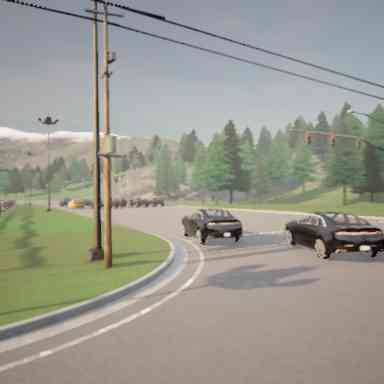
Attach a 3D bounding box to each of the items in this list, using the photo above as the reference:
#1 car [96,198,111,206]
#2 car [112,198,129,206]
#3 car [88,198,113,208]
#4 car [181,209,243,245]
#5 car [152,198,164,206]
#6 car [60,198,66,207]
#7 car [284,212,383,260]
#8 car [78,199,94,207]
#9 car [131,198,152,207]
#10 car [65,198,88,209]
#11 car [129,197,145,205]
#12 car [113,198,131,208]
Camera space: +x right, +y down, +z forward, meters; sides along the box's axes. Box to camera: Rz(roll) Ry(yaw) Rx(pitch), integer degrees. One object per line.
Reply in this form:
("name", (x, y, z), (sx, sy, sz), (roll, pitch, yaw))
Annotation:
("car", (-17.834, 2.018, 66.902), (1.812, 1.442, 4.674), (-1, 0, -29))
("car", (-14.741, 1.988, 68.542), (2.128, 1.511, 4.902), (-1, 0, -29))
("car", (-15.240, 1.961, 55.019), (2.033, 1.411, 5.357), (-1, 0, -29))
("car", (0.796, 1.552, 16.053), (2.128, 1.511, 4.902), (0, 0, -16))
("car", (-6.713, 1.839, 61.313), (1.837, 1.490, 4.892), (-1, -1, -28))
("car", (-23.938, 1.905, 63.480), (2.097, 1.767, 4.553), (-1, 0, -29))
("car", (5.011, 1.486, 12.434), (2.128, 1.511, 4.902), (0, 0, -5))
("car", (-20.792, 2.069, 65.071), (2.033, 1.411, 5.357), (-1, 0, -29))
("car", (-9.242, 1.861, 58.639), (1.837, 1.490, 4.892), (-1, 0, -29))
("car", (-18.983, 1.934, 54.575), (1.882, 1.535, 5.008), (-1, 0, -29))
("car", (-11.606, 1.909, 70.101), (1.882, 1.535, 5.008), (-1, 0, -29))
("car", (-12.744, 1.872, 57.750), (1.882, 1.535, 5.008), (-1, 0, -29))
